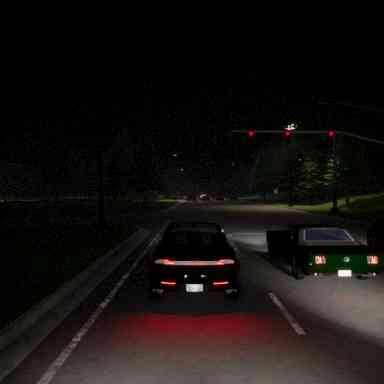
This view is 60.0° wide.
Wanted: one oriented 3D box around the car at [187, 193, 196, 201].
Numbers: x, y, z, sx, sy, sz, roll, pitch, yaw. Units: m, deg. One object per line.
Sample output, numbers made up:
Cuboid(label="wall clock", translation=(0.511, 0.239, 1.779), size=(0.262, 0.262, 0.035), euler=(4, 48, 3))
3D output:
Cuboid(label="car", translation=(-0.154, 1.217, 82.234), size=(2.150, 2.045, 5.566), euler=(0, 0, 0))

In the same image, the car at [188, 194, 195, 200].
Cuboid(label="car", translation=(-0.174, 1.310, 92.624), size=(1.882, 1.535, 5.008), euler=(0, 0, 0))

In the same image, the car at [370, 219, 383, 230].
Cuboid(label="car", translation=(7.056, 1.221, 9.039), size=(2.150, 2.045, 5.566), euler=(0, 0, 0))

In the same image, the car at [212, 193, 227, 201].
Cuboid(label="car", translation=(6.846, 1.531, 82.217), size=(2.033, 1.411, 5.357), euler=(0, 0, 0))

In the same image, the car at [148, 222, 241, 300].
Cuboid(label="car", translation=(0.055, 1.492, 8.344), size=(2.128, 1.511, 4.902), euler=(0, 0, 0))

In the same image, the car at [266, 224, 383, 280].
Cuboid(label="car", translation=(3.561, 1.601, 9.942), size=(1.895, 1.301, 4.718), euler=(0, 0, 0))

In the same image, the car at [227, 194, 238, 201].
Cuboid(label="car", translation=(10.345, 1.516, 82.640), size=(1.812, 1.442, 4.674), euler=(0, 0, 0))

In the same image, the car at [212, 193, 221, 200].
Cuboid(label="car", translation=(6.826, 1.187, 92.607), size=(2.097, 1.767, 4.553), euler=(0, 0, 0))

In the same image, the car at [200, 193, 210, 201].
Cuboid(label="car", translation=(3.345, 1.545, 82.627), size=(1.994, 1.385, 4.181), euler=(0, 0, 0))

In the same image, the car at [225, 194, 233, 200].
Cuboid(label="car", translation=(10.326, 1.332, 92.644), size=(1.837, 1.490, 4.892), euler=(0, 0, 0))
